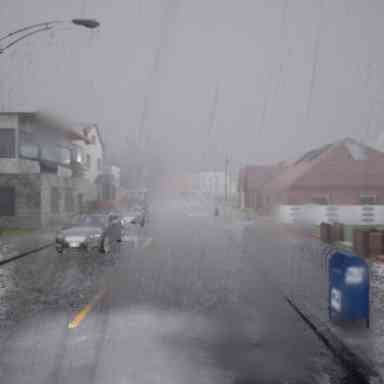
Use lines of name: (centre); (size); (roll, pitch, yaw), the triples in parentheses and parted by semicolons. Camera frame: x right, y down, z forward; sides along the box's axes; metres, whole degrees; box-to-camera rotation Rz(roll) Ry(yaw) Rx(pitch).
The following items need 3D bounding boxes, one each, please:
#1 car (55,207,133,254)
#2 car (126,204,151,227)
car: (-4.122, 1.586, 14.078); (2.128, 1.511, 4.902); (0, 0, 0)
car: (-4.124, 1.650, 24.224); (2.128, 1.511, 4.902); (0, 0, 0)
